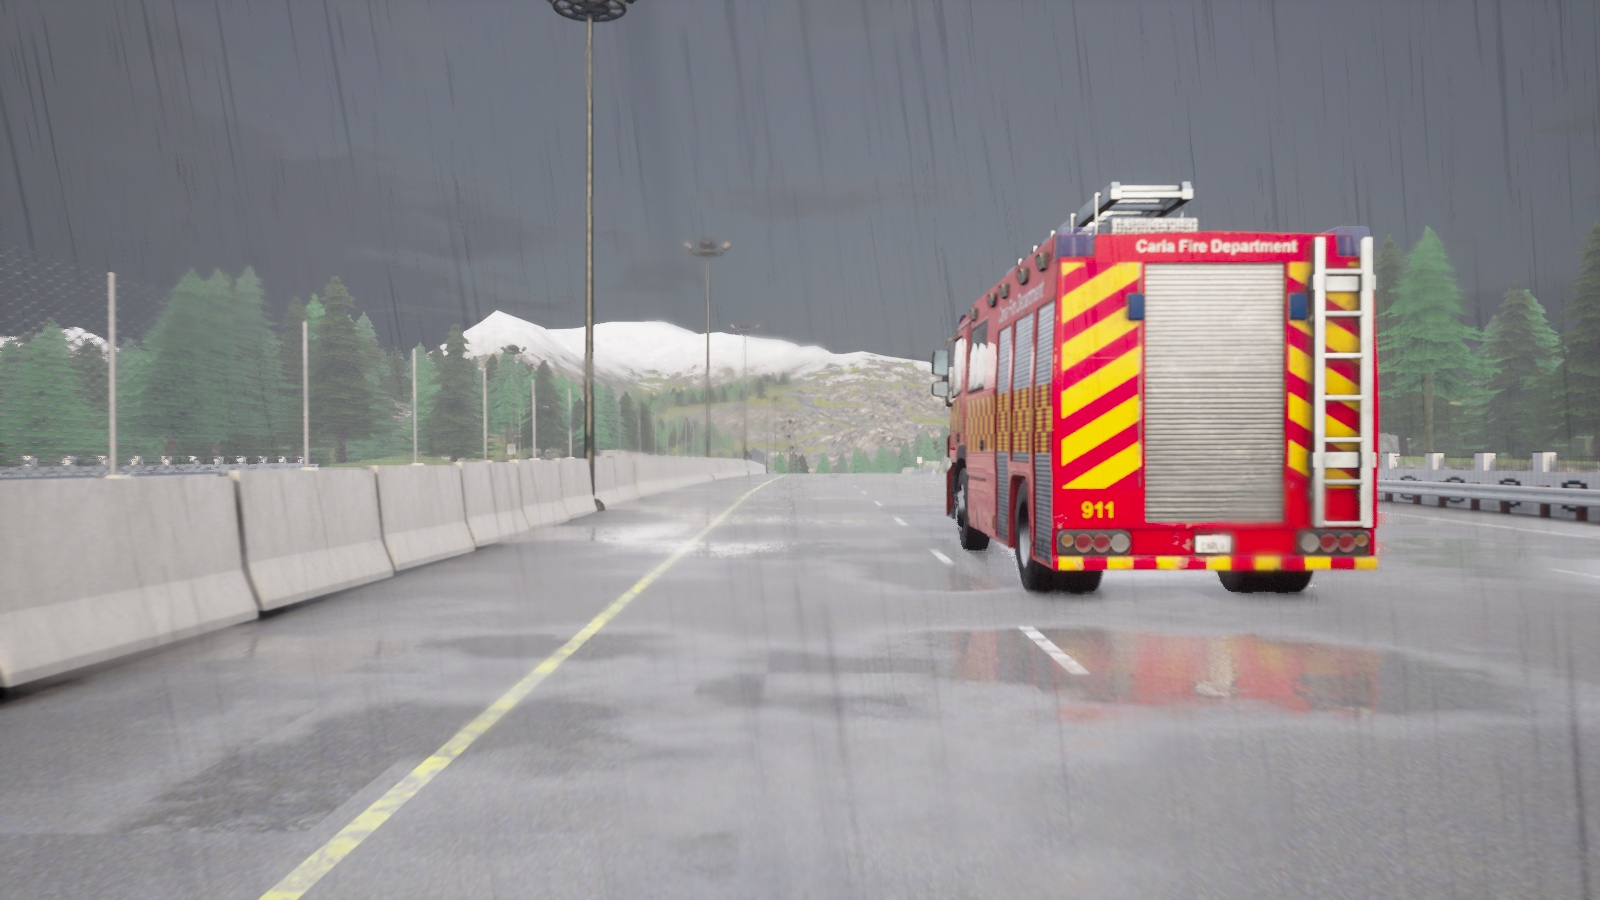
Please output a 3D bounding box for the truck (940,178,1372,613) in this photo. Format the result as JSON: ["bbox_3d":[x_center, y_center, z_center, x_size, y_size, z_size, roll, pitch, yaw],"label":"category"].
[{"bbox_3d":[3.605,-0.499,15.296,2.891,3.827,8.468,0,0,0],"label":"truck"}]
